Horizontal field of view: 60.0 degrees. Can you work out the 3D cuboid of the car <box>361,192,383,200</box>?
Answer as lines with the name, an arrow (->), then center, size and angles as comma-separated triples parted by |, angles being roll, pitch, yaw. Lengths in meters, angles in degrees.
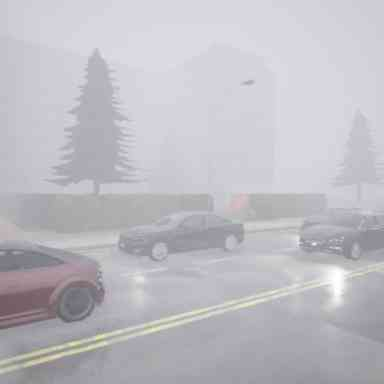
car -> 45.556, 1.403, 84.143 | 1.970, 1.475, 3.806 | 0, 0, -36

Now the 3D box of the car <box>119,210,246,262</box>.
car -> -0.236, 1.478, 12.370 | 5.008, 1.535, 1.882 | 0, 0, -35

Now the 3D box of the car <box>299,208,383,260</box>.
car -> 6.062, 1.507, 12.519 | 4.892, 1.490, 1.837 | 0, 0, -35

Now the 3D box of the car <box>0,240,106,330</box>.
car -> -3.651, 1.563, 5.664 | 4.181, 1.385, 1.994 | 0, 0, -35
